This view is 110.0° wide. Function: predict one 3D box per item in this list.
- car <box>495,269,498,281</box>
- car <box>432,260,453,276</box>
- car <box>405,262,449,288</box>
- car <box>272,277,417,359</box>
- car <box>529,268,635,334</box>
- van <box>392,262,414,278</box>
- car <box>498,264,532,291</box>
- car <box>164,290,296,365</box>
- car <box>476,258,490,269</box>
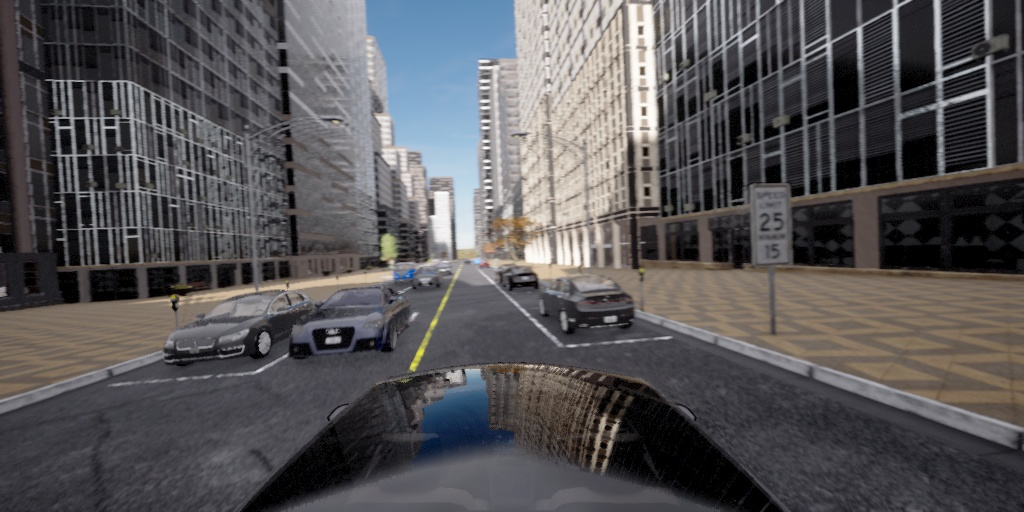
[{"bbox_3d":[-0.235,1.242,26.882,1.948,1.339,4.313,0,0,-7],"label":"car"},{"bbox_3d":[-7.938,1.507,41.723,2.128,1.511,4.902,-3,0,-7],"label":"car"},{"bbox_3d":[-5.911,1.455,25.424,2.128,1.511,4.902,-3,0,-8],"label":"car"},{"bbox_3d":[-3.781,1.479,9.048,1.994,1.385,4.181,-3,0,-7],"label":"car"},{"bbox_3d":[1.942,1.178,10.148,2.007,1.370,4.403,0,0,-7],"label":"car"},{"bbox_3d":[-9.260,1.452,31.380,1.690,1.789,3.998,0,0,-7],"label":"van"},{"bbox_3d":[0.491,1.225,21.304,1.948,1.339,4.313,0,0,-7],"label":"car"},{"bbox_3d":[-6.358,1.594,9.066,2.007,1.370,4.403,0,0,-7],"label":"car"},{"bbox_3d":[-4.586,1.381,60.351,1.802,1.307,4.207,0,0,-7],"label":"car"}]
